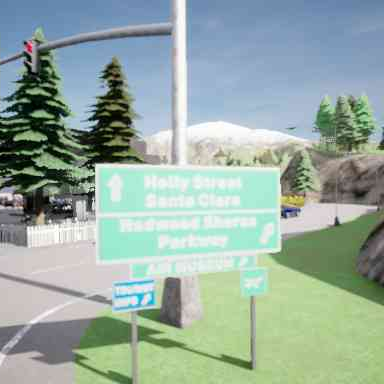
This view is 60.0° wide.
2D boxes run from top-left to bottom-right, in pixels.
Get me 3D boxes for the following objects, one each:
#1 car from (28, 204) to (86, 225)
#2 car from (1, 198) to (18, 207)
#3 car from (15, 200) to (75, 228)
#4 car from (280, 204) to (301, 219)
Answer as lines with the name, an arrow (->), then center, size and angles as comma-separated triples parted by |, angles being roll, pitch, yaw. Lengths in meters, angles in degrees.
car -> -12.675, 2.038, 31.542 | 2.242, 1.667, 4.611 | -1, -1, 35
car -> -36.825, 2.385, 68.636 | 4.514, 1.523, 2.007 | -1, -1, 35
car -> -10.567, 1.798, 24.730 | 1.905, 1.878, 3.866 | -1, -1, 35
car -> 9.321, 1.944, 33.526 | 1.895, 1.301, 4.718 | -1, -1, 36
